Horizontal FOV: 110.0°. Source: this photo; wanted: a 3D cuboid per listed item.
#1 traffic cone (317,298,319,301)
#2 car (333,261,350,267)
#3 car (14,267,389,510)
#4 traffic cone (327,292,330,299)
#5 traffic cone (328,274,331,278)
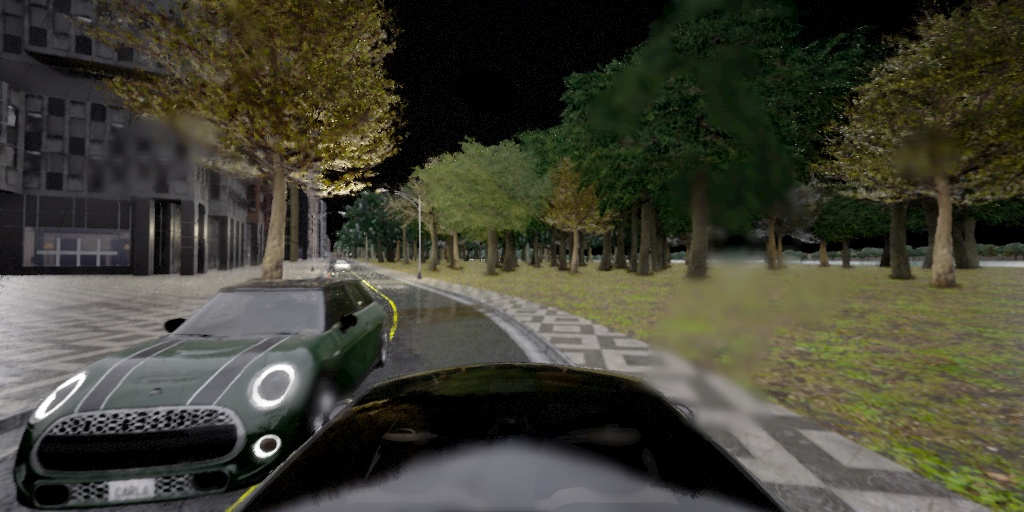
[{"bbox_3d":[-7.178,1.793,13.300,0.340,0.580,0.340,0,0,-21],"label":"traffic cone"},{"bbox_3d":[-23.358,1.428,48.977,1.812,1.442,4.674,0,0,-32],"label":"car"},{"bbox_3d":[-3.106,1.131,4.846,2.097,1.767,4.553,0,0,-8],"label":"car"},{"bbox_3d":[-9.114,1.817,17.601,0.340,0.580,0.340,0,0,-27],"label":"traffic cone"},{"bbox_3d":[-13.599,1.857,26.540,0.340,0.580,0.340,0,0,-27],"label":"traffic cone"}]
